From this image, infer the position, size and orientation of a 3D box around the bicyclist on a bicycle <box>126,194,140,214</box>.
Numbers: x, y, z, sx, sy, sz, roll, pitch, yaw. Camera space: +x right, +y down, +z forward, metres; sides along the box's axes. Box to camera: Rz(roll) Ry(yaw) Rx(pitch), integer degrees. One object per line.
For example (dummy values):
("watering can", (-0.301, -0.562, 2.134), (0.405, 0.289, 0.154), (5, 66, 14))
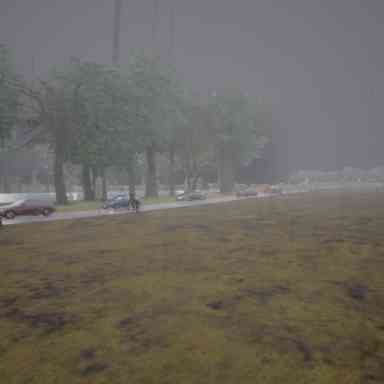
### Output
("bicyclist on a bicycle", (-4.909, 0.996, 27.507), (1.656, 1.620, 0.582), (-1, 1, 35))

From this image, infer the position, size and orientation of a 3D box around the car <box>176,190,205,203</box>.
("car", (-0.147, 0.562, 44.568), (2.128, 1.511, 4.902), (-1, 1, 36))

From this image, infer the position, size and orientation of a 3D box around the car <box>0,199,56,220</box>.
("car", (-13.143, 1.300, 26.233), (1.812, 1.442, 4.674), (-1, 0, 35))

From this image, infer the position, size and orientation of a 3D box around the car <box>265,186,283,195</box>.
("car", (14.957, -0.365, 60.835), (1.882, 1.535, 5.008), (-1, 2, 35))

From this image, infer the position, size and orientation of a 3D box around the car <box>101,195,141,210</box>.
("car", (-7.258, 1.036, 34.532), (1.812, 1.442, 4.674), (-1, 1, 35))

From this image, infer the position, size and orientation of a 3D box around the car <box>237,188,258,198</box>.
("car", (8.739, 0.075, 52.040), (2.128, 1.511, 4.902), (-1, 1, 35))
